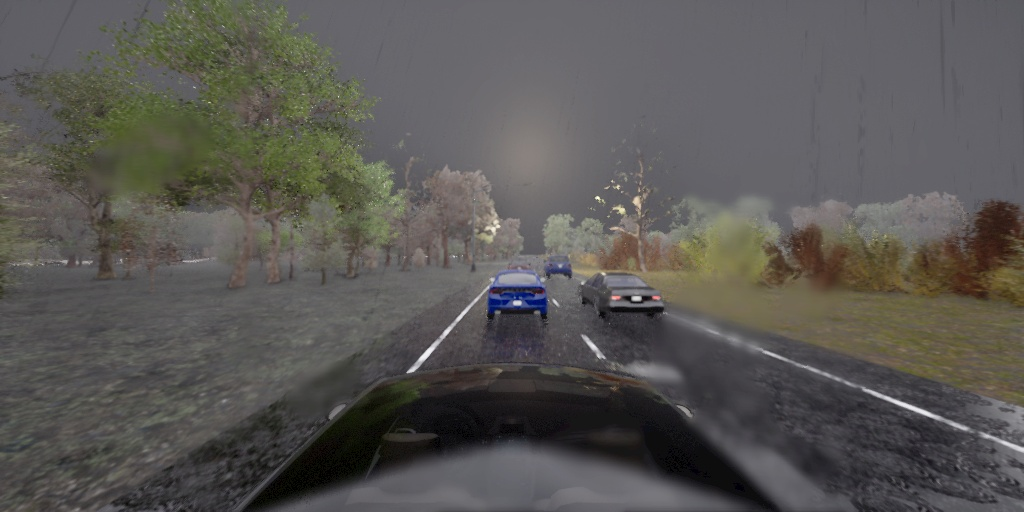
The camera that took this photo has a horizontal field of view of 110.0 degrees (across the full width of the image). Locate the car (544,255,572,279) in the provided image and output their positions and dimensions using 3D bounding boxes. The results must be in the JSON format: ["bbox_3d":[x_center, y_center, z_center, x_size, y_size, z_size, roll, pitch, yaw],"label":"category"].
[{"bbox_3d":[4.182,0.958,33.011,2.150,2.045,5.566,0,0,2],"label":"car"}]

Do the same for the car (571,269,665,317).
[{"bbox_3d":[3.690,1.294,13.032,2.033,1.411,5.357,0,0,1],"label":"car"}]

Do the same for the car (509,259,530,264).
[{"bbox_3d":[0.703,1.087,33.480,2.097,1.767,4.553,0,0,2],"label":"car"}]

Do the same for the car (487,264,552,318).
[{"bbox_3d":[0.201,1.222,12.938,1.882,1.535,5.008,0,0,1],"label":"car"}]
